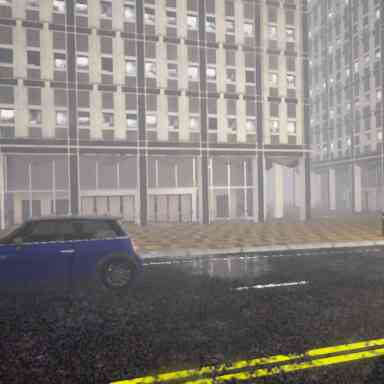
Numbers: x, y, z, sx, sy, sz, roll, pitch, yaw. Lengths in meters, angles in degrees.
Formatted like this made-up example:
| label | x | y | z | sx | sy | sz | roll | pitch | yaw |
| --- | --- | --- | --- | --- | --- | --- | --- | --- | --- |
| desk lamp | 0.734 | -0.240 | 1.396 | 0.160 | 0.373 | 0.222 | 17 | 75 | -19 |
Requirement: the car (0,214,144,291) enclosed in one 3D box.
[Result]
| label | x | y | z | sx | sy | sz | roll | pitch | yaw |
| --- | --- | --- | --- | --- | --- | --- | --- | --- | --- |
| car | -3.520 | 1.355 | 8.038 | 4.553 | 1.767 | 2.097 | 0 | 0 | -17 |
